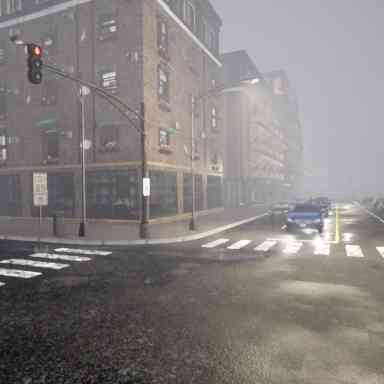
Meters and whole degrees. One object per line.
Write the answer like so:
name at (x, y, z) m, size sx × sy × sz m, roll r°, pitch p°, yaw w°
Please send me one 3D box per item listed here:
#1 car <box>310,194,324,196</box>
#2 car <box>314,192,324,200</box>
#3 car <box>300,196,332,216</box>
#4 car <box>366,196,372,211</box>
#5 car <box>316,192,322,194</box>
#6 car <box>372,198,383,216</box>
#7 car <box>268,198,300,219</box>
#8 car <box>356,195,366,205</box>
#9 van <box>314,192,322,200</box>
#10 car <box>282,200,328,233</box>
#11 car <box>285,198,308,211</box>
car at (15.003, 1.298, 38.382) m, size 1.882 × 1.535 × 5.008 m, roll 0°, pitch 0°, yaw 24°
car at (32.506, 0.994, 85.021) m, size 2.192 × 1.841 × 5.009 m, roll -1°, pitch 0°, yaw 24°
car at (10.758, 1.353, 28.598) m, size 2.128 × 1.511 × 4.902 m, roll 0°, pitch 0°, yaw 24°
car at (19.693, 1.331, 34.691) m, size 2.008 × 1.369 × 4.403 m, roll -1°, pitch 0°, yaw 24°
car at (23.395, 1.186, 64.137) m, size 1.967 × 1.590 × 4.097 m, roll -1°, pitch 0°, yaw 24°
car at (17.415, 1.385, 29.469) m, size 1.802 × 1.307 × 4.206 m, roll -1°, pitch 0°, yaw 24°
car at (7.451, 1.442, 27.588) m, size 2.008 × 1.369 × 4.403 m, roll -1°, pitch 0°, yaw 24°
car at (26.528, 1.269, 50.355) m, size 2.008 × 1.369 × 4.403 m, roll -1°, pitch 0°, yaw 24°
van at (30.229, 1.036, 79.802) m, size 1.690 × 1.788 × 3.998 m, roll -1°, pitch 0°, yaw 24°
car at (6.592, 1.430, 19.118) m, size 1.812 × 1.442 × 4.674 m, roll 0°, pitch 0°, yaw 24°
car at (12.008, 1.397, 38.031) m, size 2.008 × 1.369 × 4.403 m, roll -1°, pitch 0°, yaw 24°
